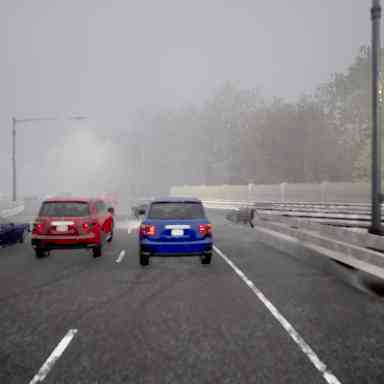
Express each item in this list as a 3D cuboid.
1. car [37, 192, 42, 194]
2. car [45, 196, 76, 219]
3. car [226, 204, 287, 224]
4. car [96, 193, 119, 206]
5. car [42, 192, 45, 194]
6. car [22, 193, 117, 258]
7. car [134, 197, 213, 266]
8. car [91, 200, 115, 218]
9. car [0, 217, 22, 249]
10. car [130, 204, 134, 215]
[{"bbox_3d":[-33.924,1.263,69.817,1.882,1.535,5.008,0,0,-44],"label":"car"},{"bbox_3d":[-11.567,1.313,29.533,2.097,1.767,4.553,0,0,-16],"label":"car"},{"bbox_3d":[4.505,1.475,21.564,2.033,1.411,5.357,0,0,-34],"label":"car"},{"bbox_3d":[-13.408,1.118,52.362,2.150,2.045,5.566,0,0,-28],"label":"car"},{"bbox_3d":[-31.314,1.295,72.148,1.812,1.442,4.674,0,0,-44],"label":"car"},{"bbox_3d":[-4.358,1.202,12.913,2.150,2.045,5.566,0,0,-8],"label":"car"},{"bbox_3d":[-0.676,1.192,11.585,2.150,2.045,5.566,0,0,-6],"label":"car"},{"bbox_3d":[-8.189,1.513,30.436,1.994,1.385,4.181,0,0,-16],"label":"car"},{"bbox_3d":[-7.852,1.592,12.677,1.895,1.301,4.718,0,0,-8],"label":"car"},{"bbox_3d":[-4.375,1.444,29.855,1.837,1.490,4.892,0,0,-16],"label":"car"}]
